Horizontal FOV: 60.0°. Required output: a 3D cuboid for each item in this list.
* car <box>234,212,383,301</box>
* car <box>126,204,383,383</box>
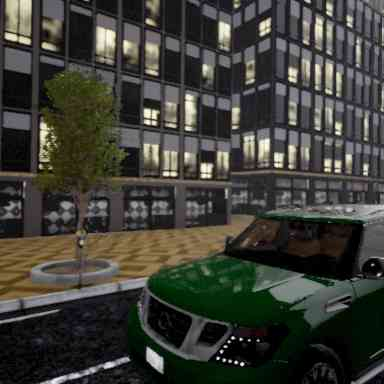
[{"bbox_3d":[3.324,1.453,8.904,4.097,1.590,1.967,0,1,-35],"label":"car"},{"bbox_3d":[1.901,1.228,4.731,5.566,2.045,2.150,0,0,-35],"label":"car"}]
